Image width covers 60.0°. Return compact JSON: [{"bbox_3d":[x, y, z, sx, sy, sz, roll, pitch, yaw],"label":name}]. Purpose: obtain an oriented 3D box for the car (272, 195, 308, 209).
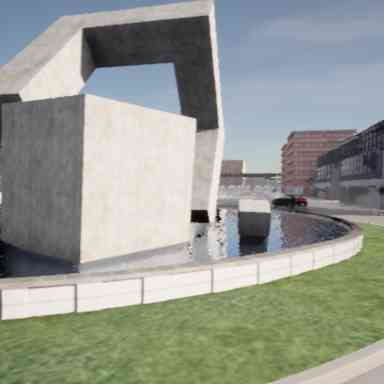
[{"bbox_3d":[10.842,1.071,37.158,2.128,1.511,4.902,0,1,-19],"label":"car"}]
